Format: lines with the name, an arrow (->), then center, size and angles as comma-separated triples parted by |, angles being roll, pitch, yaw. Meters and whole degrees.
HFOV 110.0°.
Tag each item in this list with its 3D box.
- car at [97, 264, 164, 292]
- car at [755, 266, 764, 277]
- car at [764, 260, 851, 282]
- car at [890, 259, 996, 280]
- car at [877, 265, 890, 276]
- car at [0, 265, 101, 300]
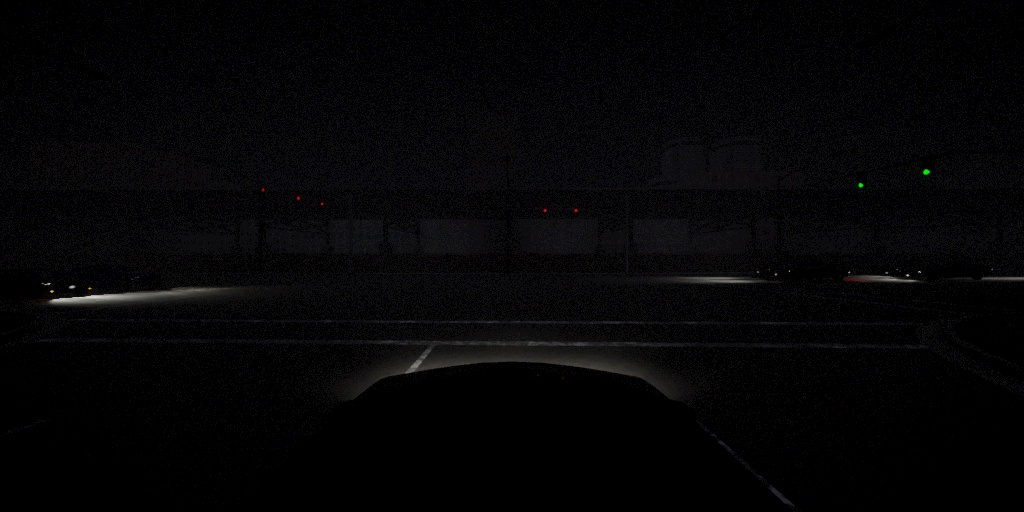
car -> -22.929, 1.203, 20.570 | 5.008, 1.535, 1.882 | 0, 0, 2
car -> 23.117, 1.056, 30.046 | 4.902, 1.511, 2.128 | -1, 0, 2
car -> 22.060, 1.070, 26.566 | 4.902, 1.511, 2.128 | -1, 0, 1
car -> 31.768, 1.010, 26.315 | 5.357, 1.411, 2.033 | -1, 0, 1
car -> 33.843, 0.977, 29.760 | 5.357, 1.411, 2.033 | -1, 0, 2
car -> -22.870, 1.296, 17.066 | 4.181, 1.385, 1.994 | 0, 0, 1
